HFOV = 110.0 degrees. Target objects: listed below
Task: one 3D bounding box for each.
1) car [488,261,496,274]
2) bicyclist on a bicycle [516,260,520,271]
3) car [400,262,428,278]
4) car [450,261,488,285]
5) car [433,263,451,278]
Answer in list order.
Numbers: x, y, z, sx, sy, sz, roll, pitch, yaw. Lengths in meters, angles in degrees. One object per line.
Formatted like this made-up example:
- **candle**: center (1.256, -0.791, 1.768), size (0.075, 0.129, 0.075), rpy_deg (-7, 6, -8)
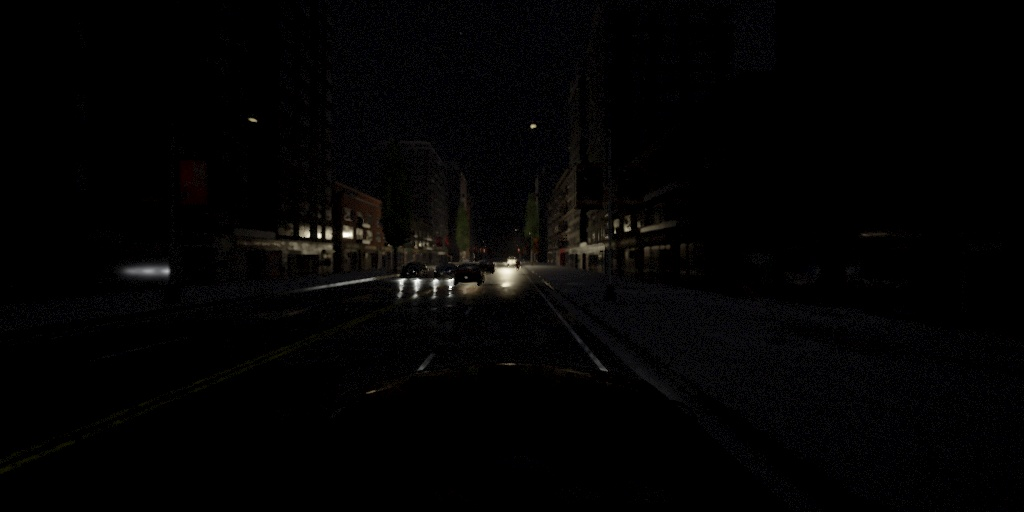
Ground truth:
- **car**: center (-3.151, 1.404, 45.400), size (1.882, 1.535, 5.008), rpy_deg (0, 0, 0)
- **bicyclist on a bicycle**: center (0.892, 1.399, 50.957), size (0.582, 1.620, 1.656), rpy_deg (0, -1, 0)
- **car**: center (-9.841, 1.400, 36.306), size (1.837, 1.490, 4.892), rpy_deg (0, 0, 0)
- **car**: center (-3.153, 1.339, 27.188), size (1.882, 1.535, 5.008), rpy_deg (0, 0, 0)
- **car**: center (-6.592, 1.420, 36.021), size (1.812, 1.442, 4.674), rpy_deg (0, 0, 0)
